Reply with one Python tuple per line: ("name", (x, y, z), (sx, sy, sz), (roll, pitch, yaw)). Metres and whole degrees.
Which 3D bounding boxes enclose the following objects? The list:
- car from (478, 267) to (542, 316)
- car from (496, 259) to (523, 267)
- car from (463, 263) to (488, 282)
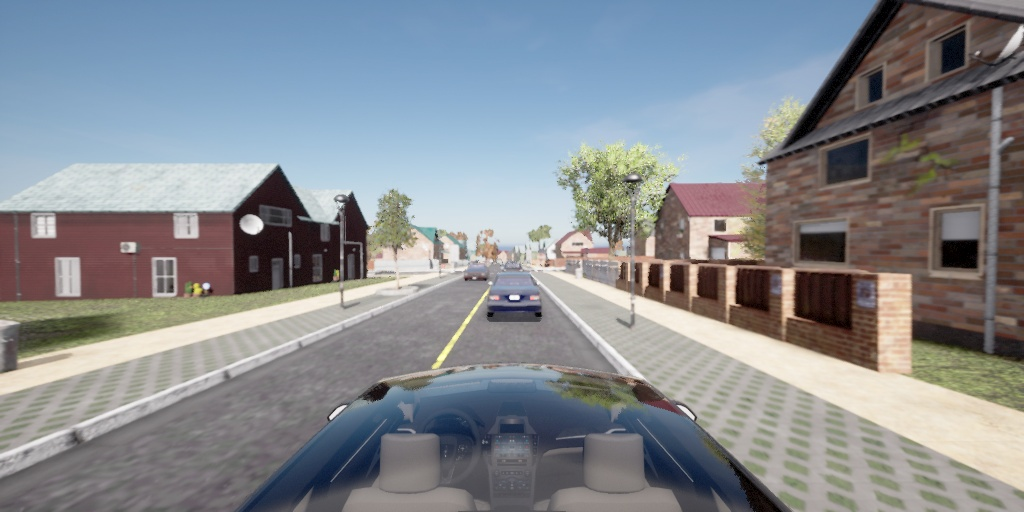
("car", (0.085, 1.291, 13.233), (2.033, 1.411, 5.357), (0, 0, 0))
("car", (0.081, 1.249, 28.422), (2.128, 1.511, 4.902), (0, 0, 0))
("car", (-2.832, 1.309, 29.861), (2.033, 1.411, 5.357), (0, 0, 0))
